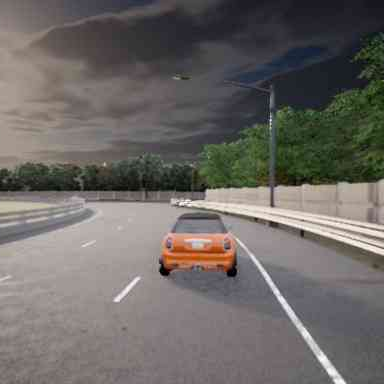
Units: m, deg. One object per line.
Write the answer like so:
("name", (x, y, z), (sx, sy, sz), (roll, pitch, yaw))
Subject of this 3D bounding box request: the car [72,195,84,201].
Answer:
("car", (-30.660, 1.776, 87.936), (2.150, 2.045, 5.566), (1, -1, -44))

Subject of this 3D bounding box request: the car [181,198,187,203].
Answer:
("car", (-1.209, 2.403, 91.432), (1.994, 1.385, 4.181), (0, -1, 35))

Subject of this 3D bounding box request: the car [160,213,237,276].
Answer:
("car", (0.269, 1.458, 10.925), (2.097, 1.767, 4.553), (0, -1, 3))

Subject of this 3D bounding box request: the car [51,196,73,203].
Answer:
("car", (-33.692, 2.117, 86.059), (2.033, 1.411, 5.357), (1, -1, -44))
